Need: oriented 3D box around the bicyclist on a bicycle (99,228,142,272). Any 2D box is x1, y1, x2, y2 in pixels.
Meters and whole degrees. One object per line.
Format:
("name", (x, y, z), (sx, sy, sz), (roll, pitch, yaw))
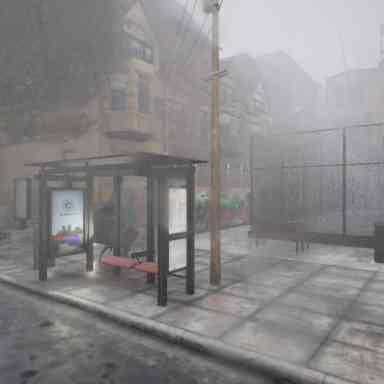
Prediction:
("bicyclist on a bicycle", (-1.902, 1.337, 9.185), (0.582, 1.620, 1.656), (-3, -5, 35))
